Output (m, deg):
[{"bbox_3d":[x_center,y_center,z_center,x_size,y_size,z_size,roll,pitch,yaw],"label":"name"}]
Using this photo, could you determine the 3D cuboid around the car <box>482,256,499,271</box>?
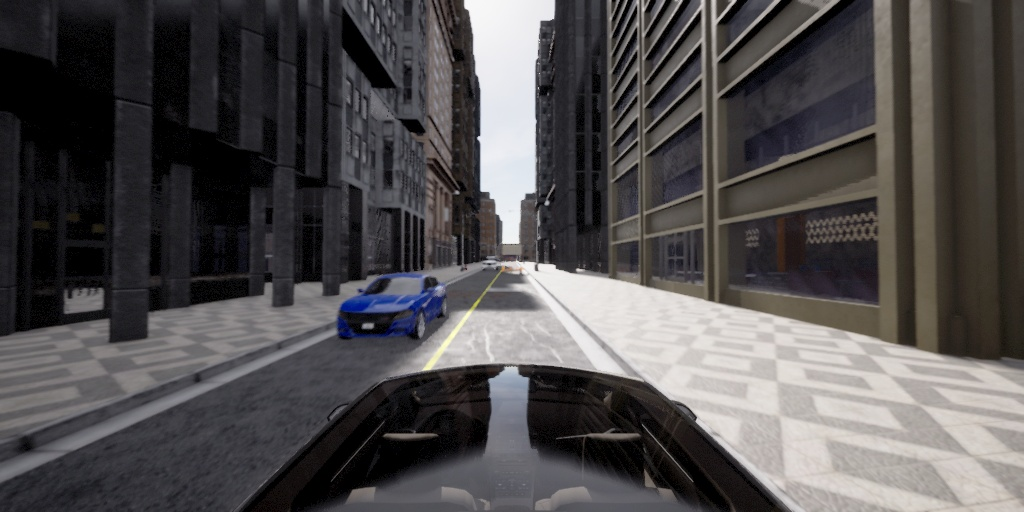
[{"bbox_3d":[-3.086,1.084,51.531,2.150,2.045,5.566,0,0,0],"label":"car"}]

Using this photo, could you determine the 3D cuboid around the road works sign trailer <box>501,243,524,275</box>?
[{"bbox_3d":[-0.010,0.295,41.193,2.380,3.560,2.880,0,0,0],"label":"road works sign trailer"}]

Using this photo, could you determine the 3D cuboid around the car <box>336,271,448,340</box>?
[{"bbox_3d":[-3.102,1.234,10.216,1.882,1.535,5.008,0,0,0],"label":"car"}]
